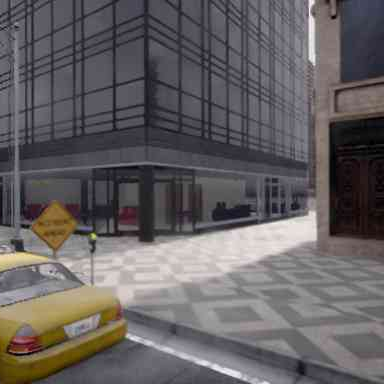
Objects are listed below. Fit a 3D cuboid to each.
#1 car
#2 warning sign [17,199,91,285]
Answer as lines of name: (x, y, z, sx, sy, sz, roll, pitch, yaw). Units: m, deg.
car: (-3.153, 1.527, 5.214, 4.829, 1.417, 1.752, 0, 0, 35)
warning sign: (-3.375, 1.117, 8.194, 1.060, 1.860, 1.300, 0, 0, 35)
